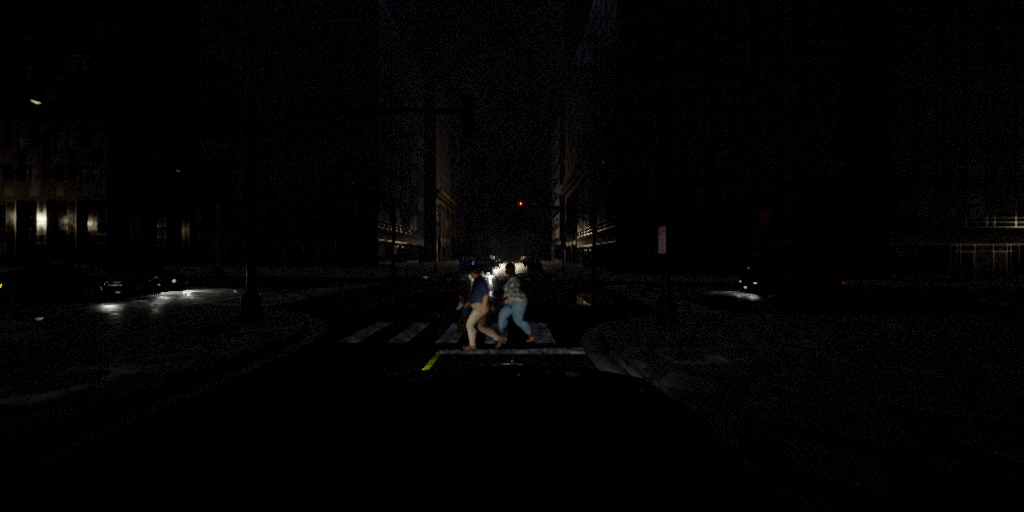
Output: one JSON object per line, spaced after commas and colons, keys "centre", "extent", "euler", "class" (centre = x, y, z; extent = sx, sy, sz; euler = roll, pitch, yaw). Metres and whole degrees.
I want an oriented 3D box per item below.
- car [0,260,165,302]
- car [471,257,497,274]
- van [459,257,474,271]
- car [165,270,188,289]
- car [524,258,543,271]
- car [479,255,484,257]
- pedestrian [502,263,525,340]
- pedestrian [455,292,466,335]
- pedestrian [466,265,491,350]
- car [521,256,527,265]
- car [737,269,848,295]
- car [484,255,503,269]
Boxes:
{"centre": [-17.616, 0.961, 14.568], "extent": [5.008, 1.535, 1.882], "euler": [1, 0, 0], "class": "car"}
{"centre": [-2.917, 1.158, 38.408], "extent": [1.812, 1.442, 4.674], "euler": [0, 1, 0], "class": "car"}
{"centre": [-5.639, 0.947, 45.149], "extent": [1.690, 1.789, 3.998], "euler": [0, 0, 0], "class": "van"}
{"centre": [-18.791, 1.035, 17.826], "extent": [4.181, 1.385, 1.994], "euler": [1, 0, 0], "class": "car"}
{"centre": [2.886, 1.172, 45.094], "extent": [1.948, 1.339, 4.313], "euler": [0, 0, 0], "class": "car"}
{"centre": [-5.527, 0.974, 62.095], "extent": [1.967, 1.591, 4.097], "euler": [0, 0, 0], "class": "car"}
{"centre": [0.033, 1.027, 8.201], "extent": [0.375, 1.860, 0.375], "euler": [0, 0, 0], "class": "pedestrian"}
{"centre": [-1.167, 1.405, 8.803], "extent": [0.500, 1.100, 0.500], "euler": [0, 0, 0], "class": "pedestrian"}
{"centre": [-0.687, 1.029, 7.511], "extent": [0.375, 1.860, 0.375], "euler": [0, 0, 0], "class": "pedestrian"}
{"centre": [2.997, 1.116, 62.041], "extent": [1.802, 1.307, 4.207], "euler": [0, 0, 0], "class": "car"}
{"centre": [16.387, 1.490, 21.070], "extent": [5.357, 1.411, 2.033], "euler": [1, 0, 0], "class": "car"}
{"centre": [-2.811, 1.064, 53.242], "extent": [2.128, 1.511, 4.902], "euler": [0, 0, 1], "class": "car"}
